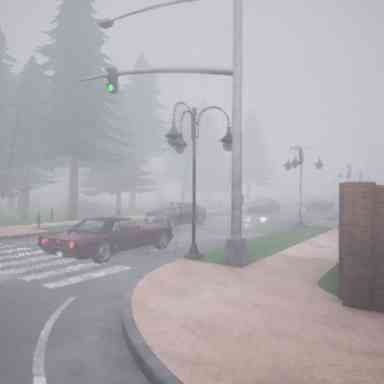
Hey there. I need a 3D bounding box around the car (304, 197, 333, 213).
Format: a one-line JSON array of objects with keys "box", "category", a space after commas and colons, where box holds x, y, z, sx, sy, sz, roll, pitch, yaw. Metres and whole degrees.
[{"box": [14.113, 1.518, 36.459, 1.895, 1.301, 4.718, 1, 0, 34], "category": "car"}]

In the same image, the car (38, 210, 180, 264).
[{"box": [-2.663, 1.529, 11.604, 1.895, 1.301, 4.718, 0, 0, 33], "category": "car"}]

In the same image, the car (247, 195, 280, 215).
[{"box": [7.052, 1.370, 32.458, 1.882, 1.535, 5.008, 1, 1, 34], "category": "car"}]

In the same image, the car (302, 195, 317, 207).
[{"box": [17.368, 1.266, 48.463, 2.097, 1.767, 4.553, 0, 0, 28], "category": "car"}]

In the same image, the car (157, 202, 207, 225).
[{"box": [-0.935, 1.386, 20.720, 2.128, 1.511, 4.902, 0, 0, 34], "category": "car"}]
